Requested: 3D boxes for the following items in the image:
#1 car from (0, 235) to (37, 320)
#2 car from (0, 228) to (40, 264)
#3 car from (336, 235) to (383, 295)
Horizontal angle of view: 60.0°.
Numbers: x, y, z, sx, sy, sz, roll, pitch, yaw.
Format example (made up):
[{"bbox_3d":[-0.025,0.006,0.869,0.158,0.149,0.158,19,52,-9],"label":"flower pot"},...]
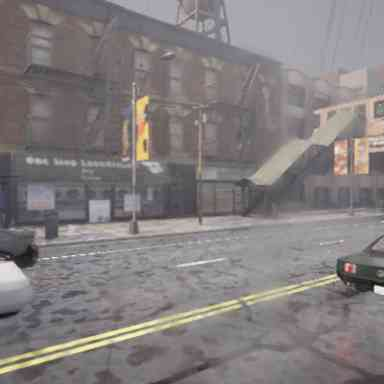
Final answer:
[{"bbox_3d":[-4.997,1.598,4.734,4.718,1.301,1.895,0,0,-35],"label":"car"},{"bbox_3d":[-6.418,1.472,8.019,5.008,1.535,1.882,0,0,-35],"label":"car"},{"bbox_3d":[5.432,1.587,7.604,4.718,1.301,1.895,0,0,-35],"label":"car"}]
